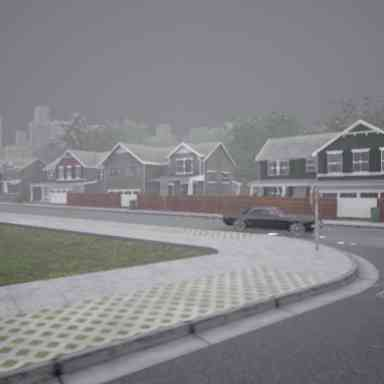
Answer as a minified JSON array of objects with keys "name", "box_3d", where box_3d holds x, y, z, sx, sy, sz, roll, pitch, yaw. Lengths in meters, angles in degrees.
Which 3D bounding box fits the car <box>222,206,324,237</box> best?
[{"name":"car","box_3d":[3.982,1.381,16.547,4.718,1.301,1.895,1,1,34]}]
